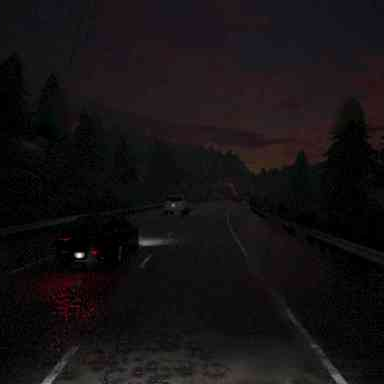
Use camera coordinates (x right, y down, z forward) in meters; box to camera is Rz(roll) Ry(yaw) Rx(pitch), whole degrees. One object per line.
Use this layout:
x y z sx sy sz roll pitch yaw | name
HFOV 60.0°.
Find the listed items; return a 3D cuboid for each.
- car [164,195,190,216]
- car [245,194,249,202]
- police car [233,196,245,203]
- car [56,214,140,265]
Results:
-1.494 1.365 34.550 2.150 2.045 5.566 0 0 6 | car
13.356 1.738 88.992 2.097 1.767 4.553 0 0 16 | car
10.895 1.770 79.635 1.930 1.638 5.238 0 0 14 | police car
-3.114 1.552 11.862 1.837 1.490 4.892 0 0 2 | car
